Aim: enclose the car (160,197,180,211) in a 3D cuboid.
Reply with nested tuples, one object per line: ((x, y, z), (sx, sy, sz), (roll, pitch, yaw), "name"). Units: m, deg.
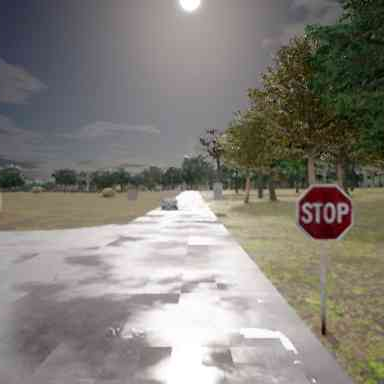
((-2.495, 1.345, 38.174), (1.812, 1.442, 4.674), (0, 1, 0), "car")
